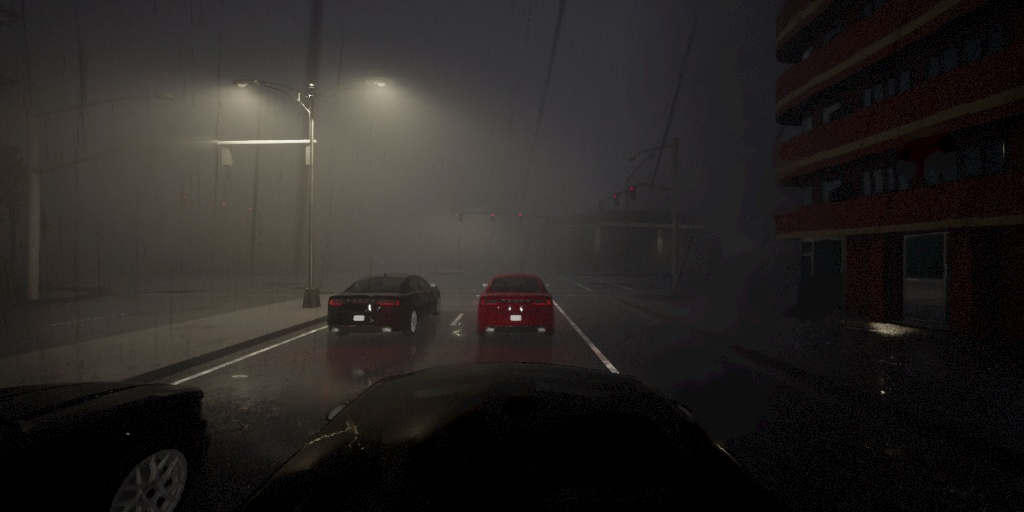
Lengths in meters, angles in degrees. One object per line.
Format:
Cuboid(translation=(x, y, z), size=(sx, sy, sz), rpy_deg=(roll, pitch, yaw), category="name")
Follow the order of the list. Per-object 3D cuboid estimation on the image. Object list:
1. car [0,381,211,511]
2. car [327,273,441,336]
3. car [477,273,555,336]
Cuboid(translation=(-3.408, 1.228, 0.873), size=(1.882, 1.535, 5.008), rpy_deg=(0, 0, 0), category="car")
Cuboid(translation=(-3.392, 1.228, 10.447), size=(1.882, 1.535, 5.008), rpy_deg=(0, 0, 0), category="car")
Cuboid(translation=(0.113, 1.228, 10.460), size=(1.882, 1.535, 5.008), rpy_deg=(0, 0, 1), category="car")
